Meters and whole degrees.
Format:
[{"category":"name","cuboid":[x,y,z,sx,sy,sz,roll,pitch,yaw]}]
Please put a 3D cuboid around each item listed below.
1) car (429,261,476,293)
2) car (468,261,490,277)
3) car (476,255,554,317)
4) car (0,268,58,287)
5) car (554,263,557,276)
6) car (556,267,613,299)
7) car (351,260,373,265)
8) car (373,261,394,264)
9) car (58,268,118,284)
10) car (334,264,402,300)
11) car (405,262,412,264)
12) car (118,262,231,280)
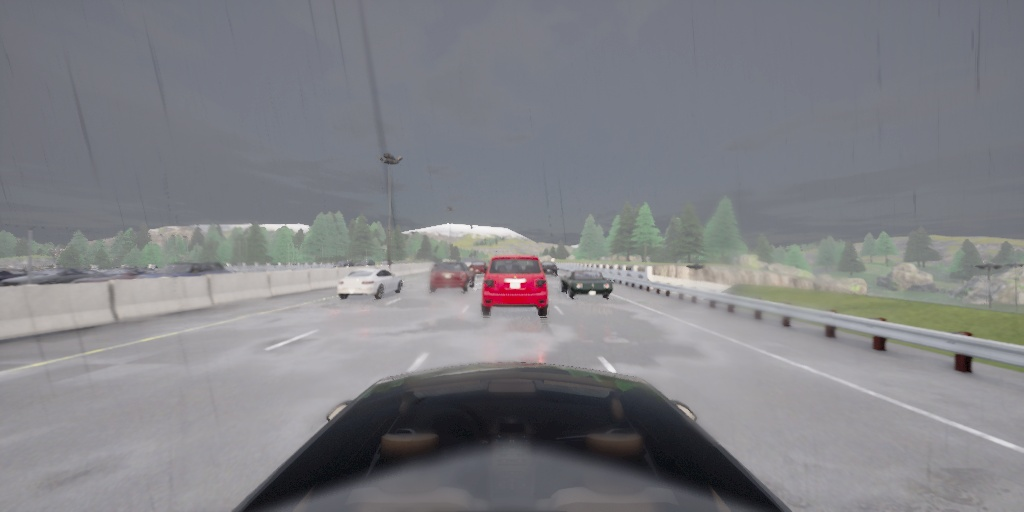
[{"category":"car","cuboid":[-3.408,1.123,21.221,2.097,1.767,4.553,0,0,0]},{"category":"car","cuboid":[-3.413,1.273,37.659,1.882,1.535,5.008,0,0,0]},{"category":"car","cuboid":[0.095,0.983,13.396,2.150,2.045,5.566,0,0,0]},{"category":"car","cuboid":[-24.606,1.335,19.596,1.994,1.385,4.181,0,0,0]},{"category":"car","cuboid":[3.586,1.272,37.477,1.882,1.535,5.008,0,0,0]},{"category":"car","cuboid":[3.593,1.368,18.225,1.895,1.301,4.718,0,0,0]},{"category":"car","cuboid":[-24.546,1.375,60.258,2.097,1.767,4.553,0,-1,1]},{"category":"car","cuboid":[-21.050,1.547,60.222,1.812,1.442,4.674,0,-1,1]},{"category":"car","cuboid":[-21.106,1.335,19.635,1.994,1.385,4.181,0,0,0]},{"category":"car","cuboid":[-6.917,1.293,17.765,1.812,1.442,4.674,0,0,0]},{"category":"car","cuboid":[-17.551,1.625,60.236,1.895,1.301,4.718,0,-1,1]},{"category":"car","cuboid":[-17.607,1.122,19.344,2.097,1.767,4.553,0,0,0]}]
